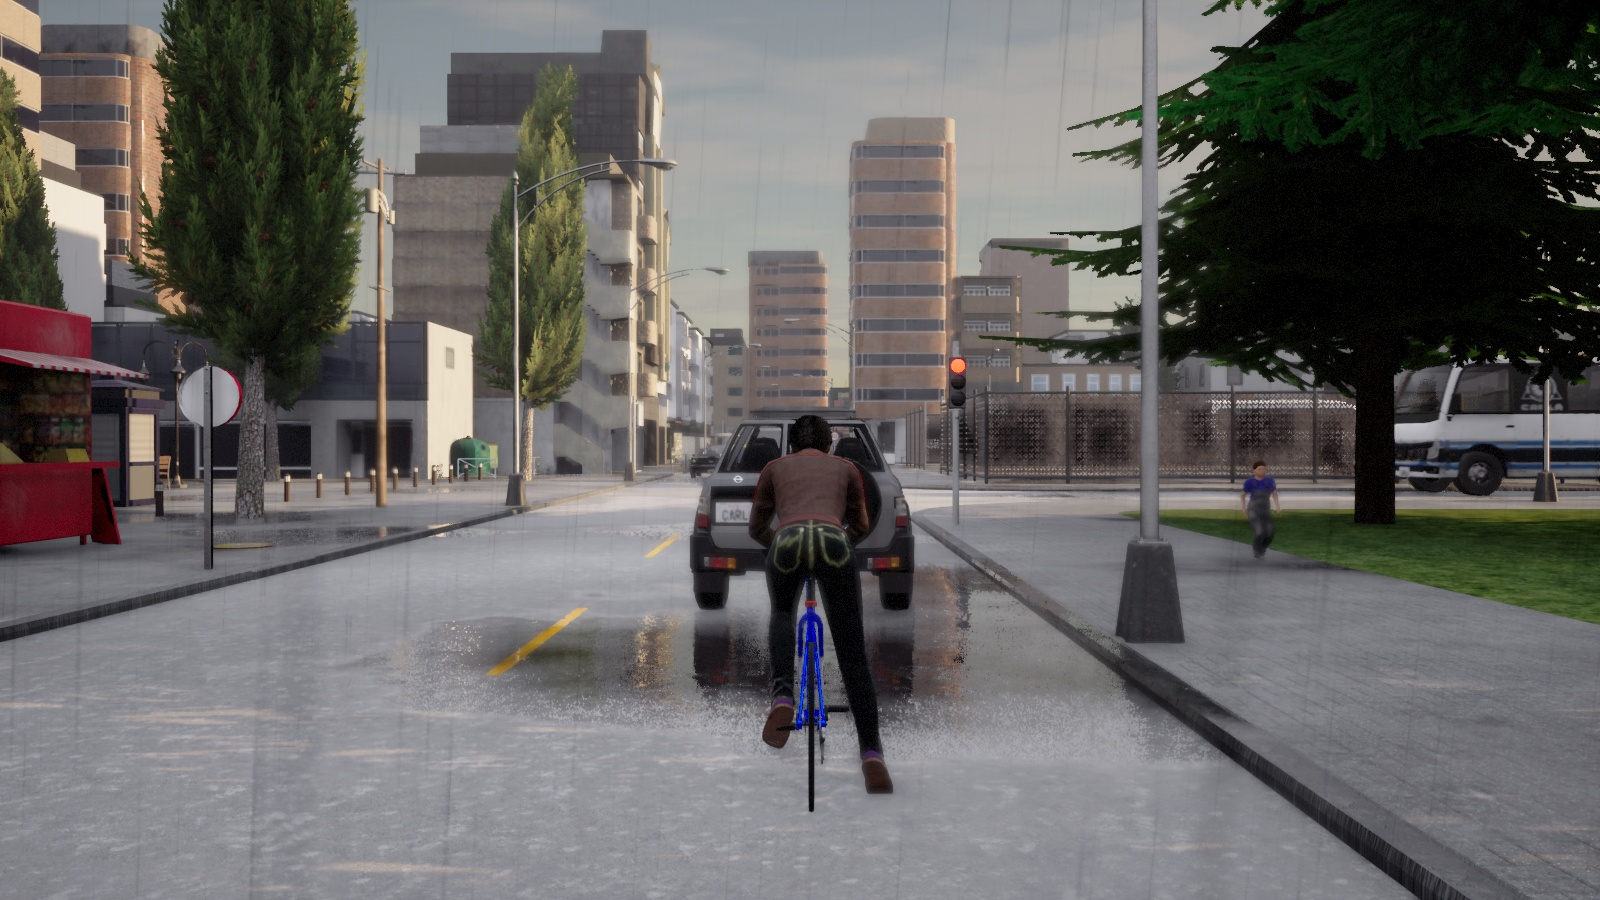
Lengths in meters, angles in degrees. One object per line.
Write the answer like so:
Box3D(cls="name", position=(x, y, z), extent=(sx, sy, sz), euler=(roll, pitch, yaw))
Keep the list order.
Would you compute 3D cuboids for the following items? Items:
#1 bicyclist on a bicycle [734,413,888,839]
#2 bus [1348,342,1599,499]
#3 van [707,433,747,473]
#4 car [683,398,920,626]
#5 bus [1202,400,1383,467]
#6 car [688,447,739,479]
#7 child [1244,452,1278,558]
Box3D(cls="bicyclist on a bicycle", position=(0.048, 0.668, 5.601), extent=(0.582, 1.620, 1.656), euler=(0, 0, 0))
Box3D(cls="bus", position=(21.772, -0.817, 36.155), extent=(10.273, 4.253, 3.944), euler=(0, 0, 0))
Box3D(cls="van", position=(-3.689, 0.136, 63.913), extent=(1.775, 1.987, 4.442), euler=(0, 0, 0))
Box3D(cls="car", position=(0.062, 0.493, 12.525), extent=(1.932, 1.855, 4.605), euler=(0, 0, 1))
Box3D(cls="bus", position=(31.817, -1.065, 81.548), extent=(10.273, 4.253, 3.944), euler=(0, 0, 4))
Box3D(cls="car", position=(-3.731, 0.534, 54.912), extent=(1.895, 1.301, 4.718), euler=(0, 0, 0))
Box3D(cls="child", position=(5.553, 0.655, 15.136), extent=(0.270, 1.263, 0.437), euler=(0, 0, 4))
